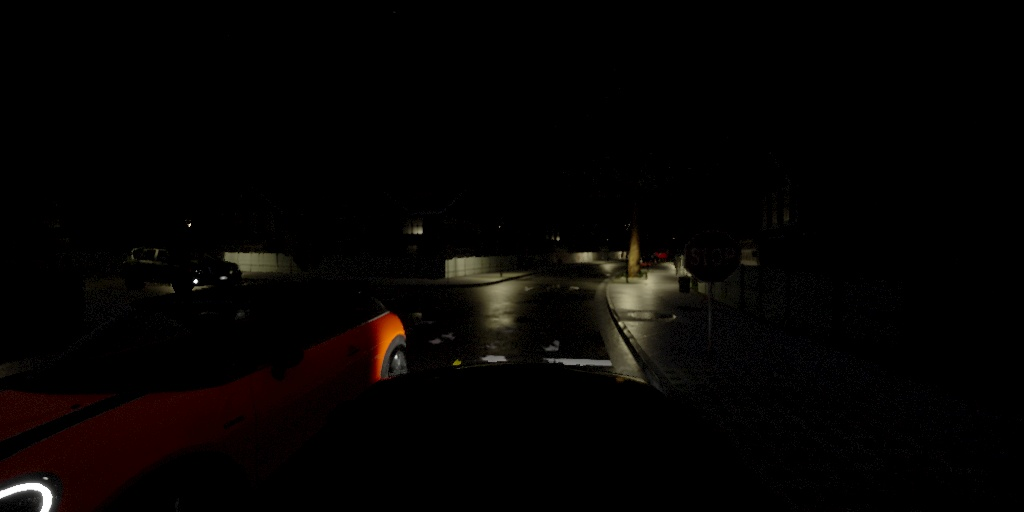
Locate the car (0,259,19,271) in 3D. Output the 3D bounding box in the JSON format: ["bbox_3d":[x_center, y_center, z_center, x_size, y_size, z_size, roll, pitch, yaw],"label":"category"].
[{"bbox_3d":[-32.912,0.655,22.061,4.181,1.385,1.994,1,1,14],"label":"car"}]

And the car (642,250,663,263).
[{"bbox_3d":[20.639,0.274,53.349,1.837,1.490,4.892,0,1,32],"label":"car"}]

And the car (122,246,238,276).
[{"bbox_3d":[-15.367,0.569,16.685,5.566,2.045,2.150,1,1,18],"label":"car"}]

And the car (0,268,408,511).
[{"bbox_3d":[-2.733,1.103,3.394,2.097,1.767,4.553,0,1,6],"label":"car"}]
